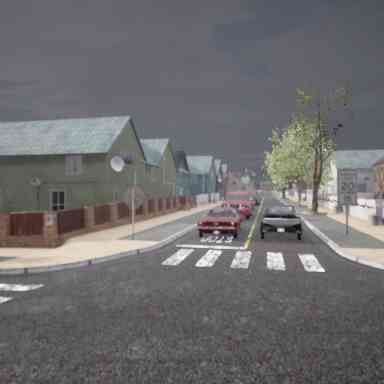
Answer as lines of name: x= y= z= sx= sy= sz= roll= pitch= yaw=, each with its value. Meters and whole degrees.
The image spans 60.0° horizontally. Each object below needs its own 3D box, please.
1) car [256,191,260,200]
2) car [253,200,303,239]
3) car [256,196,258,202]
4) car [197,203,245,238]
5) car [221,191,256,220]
car: x=8.246 y=0.833 z=46.489 sx=2.150 sy=2.045 sz=5.566 roll=0 pitch=0 yaw=17
car: x=4.344 y=1.357 z=16.395 sx=2.128 sy=1.511 sz=4.902 roll=0 pitch=1 yaw=14
car: x=5.835 y=1.301 z=36.146 sx=1.895 sy=1.301 sz=4.718 roll=0 pitch=1 yaw=13
car: x=1.514 y=1.461 z=16.914 sx=1.895 sy=1.301 sz=4.718 roll=0 pitch=0 yaw=11
car: x=3.631 y=1.003 z=26.429 sx=2.150 sy=2.045 sz=5.566 roll=0 pitch=0 yaw=13
